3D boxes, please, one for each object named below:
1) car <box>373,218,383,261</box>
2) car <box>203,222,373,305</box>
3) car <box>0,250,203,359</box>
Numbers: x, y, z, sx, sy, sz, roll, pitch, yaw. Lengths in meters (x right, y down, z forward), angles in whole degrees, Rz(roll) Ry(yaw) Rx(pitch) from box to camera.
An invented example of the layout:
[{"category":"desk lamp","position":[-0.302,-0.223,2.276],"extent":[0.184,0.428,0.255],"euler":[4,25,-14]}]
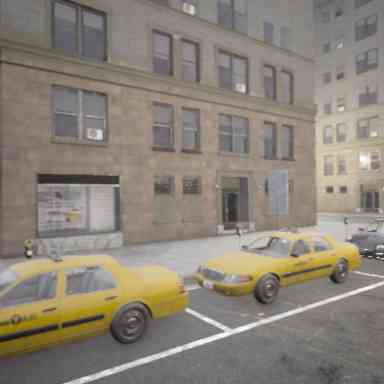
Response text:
[{"category":"car","position":[7.110,1.589,11.611],"extent":[4.403,1.369,2.008],"euler":[0,-1,-35]},{"category":"car","position":[2.312,1.594,8.286],"extent":[4.829,1.417,1.752],"euler":[0,-1,-35]},{"category":"car","position":[-2.347,1.623,5.056],"extent":[4.829,1.417,1.752],"euler":[0,-1,-35]}]
